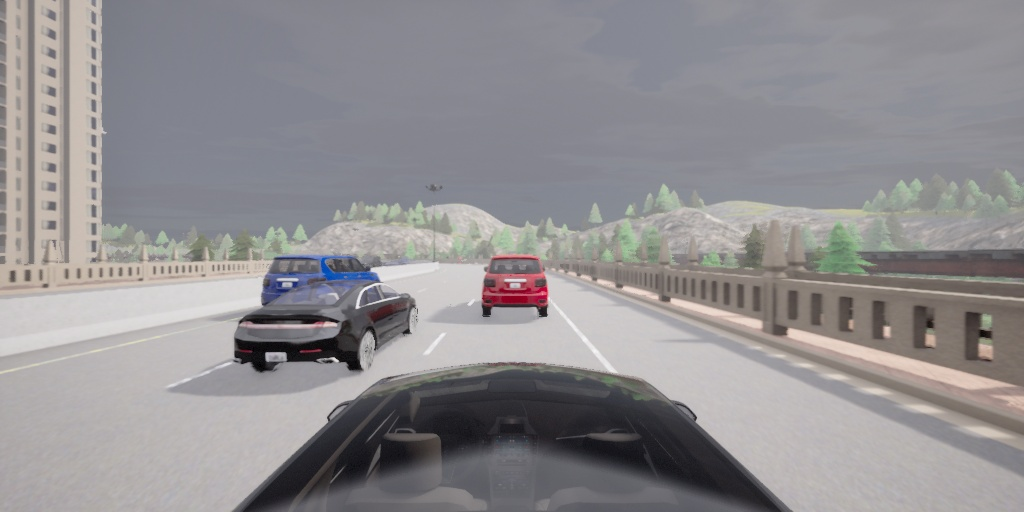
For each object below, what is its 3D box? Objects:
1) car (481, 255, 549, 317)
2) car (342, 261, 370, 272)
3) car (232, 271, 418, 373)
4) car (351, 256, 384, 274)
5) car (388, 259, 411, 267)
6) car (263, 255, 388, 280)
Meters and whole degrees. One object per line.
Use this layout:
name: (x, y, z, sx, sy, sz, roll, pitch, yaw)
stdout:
car: (0.096, 0.978, 13.405, 2.150, 2.045, 5.566, 0, 0, 0)
car: (-21.839, 1.401, 50.426, 2.033, 1.411, 5.357, 0, 0, -6)
car: (-3.403, 1.244, 7.594, 2.128, 1.511, 4.902, 0, 0, 0)
car: (-17.872, 1.052, 44.744, 2.150, 2.045, 5.566, 0, -1, -4)
car: (-14.288, 1.371, 43.527, 2.033, 1.411, 5.357, 0, 0, -2)
car: (-6.905, 0.978, 13.694, 2.150, 2.045, 5.566, 0, 0, 0)
